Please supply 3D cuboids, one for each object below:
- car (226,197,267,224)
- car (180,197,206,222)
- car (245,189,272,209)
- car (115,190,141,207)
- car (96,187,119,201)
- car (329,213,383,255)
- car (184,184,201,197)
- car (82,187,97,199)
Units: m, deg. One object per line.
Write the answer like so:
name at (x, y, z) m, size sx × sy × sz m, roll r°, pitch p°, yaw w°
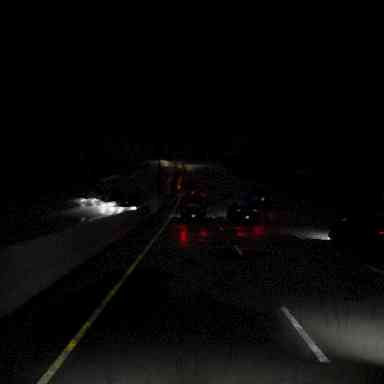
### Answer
car at (3.602, 1.388, 24.012) m, size 2.128 × 1.511 × 4.902 m, roll 0°, pitch 1°, yaw 0°
car at (0.101, 1.404, 25.002) m, size 1.812 × 1.442 × 4.674 m, roll 0°, pitch 1°, yaw 0°
car at (7.102, 0.651, 36.019) m, size 2.150 × 2.045 × 5.566 m, roll 0°, pitch 3°, yaw 0°
car at (-7.087, 0.772, 38.441) m, size 1.837 × 1.490 × 4.892 m, roll 0°, pitch 4°, yaw 0°
car at (-10.580, 0.313, 43.824) m, size 2.128 × 1.511 × 4.902 m, roll 0°, pitch 5°, yaw 0°
car at (7.101, 1.519, 13.185) m, size 1.994 × 1.385 × 4.181 m, roll 0°, pitch 0°, yaw 0°
car at (0.103, -0.139, 45.731) m, size 2.150 × 2.045 × 5.566 m, roll 0°, pitch 6°, yaw 0°
car at (-14.074, 0.026, 47.083) m, size 1.812 × 1.442 × 4.674 m, roll 0°, pitch 6°, yaw 0°
